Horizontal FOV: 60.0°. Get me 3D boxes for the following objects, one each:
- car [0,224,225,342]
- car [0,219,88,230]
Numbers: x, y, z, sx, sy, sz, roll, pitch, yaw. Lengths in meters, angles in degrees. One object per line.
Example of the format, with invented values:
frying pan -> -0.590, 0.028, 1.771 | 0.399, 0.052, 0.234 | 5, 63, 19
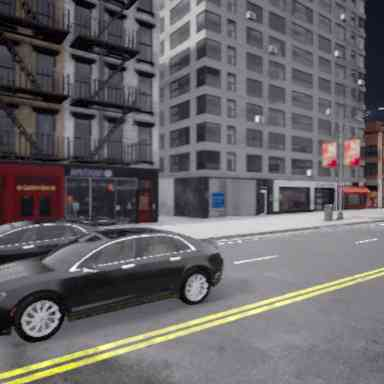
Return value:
car -> -1.563, 1.504, 6.555 | 4.892, 1.490, 1.837 | 0, 0, -35
car -> -4.308, 1.501, 8.593 | 4.892, 1.490, 1.837 | -1, 1, -35
